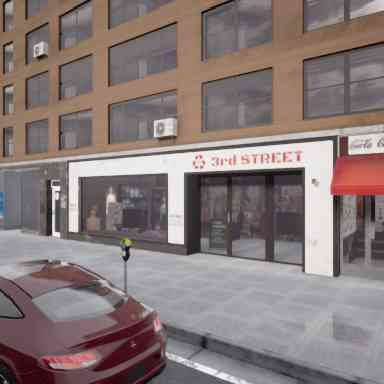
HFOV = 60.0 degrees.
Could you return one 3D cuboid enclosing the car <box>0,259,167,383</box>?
[{"bbox_3d":[-2.217,1.582,4.395,4.206,1.307,1.802,0,0,36],"label":"car"}]
